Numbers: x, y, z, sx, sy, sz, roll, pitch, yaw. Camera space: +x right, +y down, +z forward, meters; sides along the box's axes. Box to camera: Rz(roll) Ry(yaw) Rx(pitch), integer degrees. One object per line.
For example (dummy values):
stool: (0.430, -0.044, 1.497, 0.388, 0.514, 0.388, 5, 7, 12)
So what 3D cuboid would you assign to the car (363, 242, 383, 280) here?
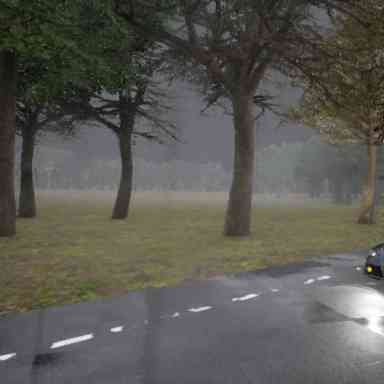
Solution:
car: (6.199, 1.522, 8.383, 4.181, 1.385, 1.994, 0, 1, -35)
